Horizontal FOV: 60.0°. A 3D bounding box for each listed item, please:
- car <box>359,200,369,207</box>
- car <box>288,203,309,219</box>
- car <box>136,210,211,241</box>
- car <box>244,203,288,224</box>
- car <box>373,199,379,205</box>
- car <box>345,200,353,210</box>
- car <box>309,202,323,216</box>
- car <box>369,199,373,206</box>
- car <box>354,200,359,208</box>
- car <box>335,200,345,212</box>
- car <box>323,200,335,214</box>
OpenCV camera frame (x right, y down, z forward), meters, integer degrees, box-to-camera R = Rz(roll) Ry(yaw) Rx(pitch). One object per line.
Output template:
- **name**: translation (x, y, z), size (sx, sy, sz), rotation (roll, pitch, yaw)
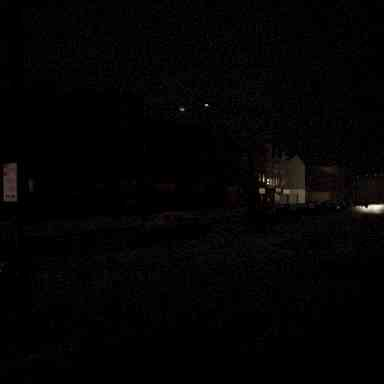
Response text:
- **car**: translation (31.632, 2.145, 62.926), size (2.008, 1.369, 4.403), rotation (-1, -1, 35)
- **car**: translation (8.888, 1.742, 30.778), size (2.008, 1.369, 4.403), rotation (-1, -1, 35)
- **car**: translation (-0.761, 1.597, 17.140), size (1.752, 1.417, 4.829), rotation (-1, -1, 35)
- **car**: translation (5.639, 1.714, 26.186), size (1.947, 1.339, 4.313), rotation (-1, -1, 35)
- **car**: translation (44.627, 2.459, 81.293), size (2.008, 1.369, 4.403), rotation (-2, -2, 35)
- **car**: translation (21.884, 1.951, 49.148), size (2.008, 1.369, 4.403), rotation (-1, -1, 35)
- **car**: translation (12.137, 1.820, 35.370), size (1.802, 1.307, 4.206), rotation (-1, -1, 35)
- **car**: translation (34.880, 2.210, 67.518), size (1.887, 1.381, 4.507), rotation (-1, -2, 35)
- **car**: translation (25.133, 2.012, 53.741), size (2.008, 1.369, 4.403), rotation (-1, -1, 35)
- **car**: translation (18.634, 1.782, 44.558), size (1.967, 1.590, 4.097), rotation (-1, -1, 35)
- **car**: translation (15.386, 1.833, 39.963), size (1.887, 1.381, 4.507), rotation (-1, -1, 35)
